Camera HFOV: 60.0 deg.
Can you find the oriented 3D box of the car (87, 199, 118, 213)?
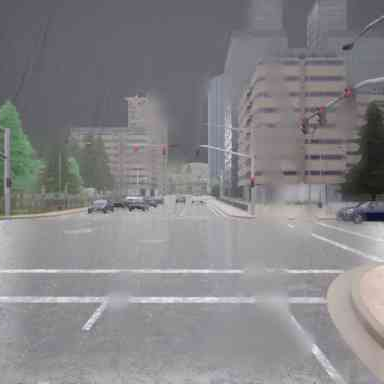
[{"bbox_3d":[-9.847,1.526,36.394,1.812,1.442,4.674,0,0,1],"label":"car"}]

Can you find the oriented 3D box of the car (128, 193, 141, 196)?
[{"bbox_3d":[-9.660,1.221,55.454,2.150,2.045,5.566,0,0,1],"label":"car"}]

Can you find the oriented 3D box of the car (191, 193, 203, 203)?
[{"bbox_3d":[1.037,1.221,66.915,2.150,2.045,5.566,0,0,1],"label":"car"}]

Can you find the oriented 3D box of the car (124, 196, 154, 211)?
[{"bbox_3d":[-6.325,1.547,40.272,2.033,1.411,5.357,0,0,1],"label":"car"}]

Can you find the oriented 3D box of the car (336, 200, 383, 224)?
[{"bbox_3d":[12.948,1.352,24.066,4.553,1.767,2.097,0,0,1],"label":"car"}]

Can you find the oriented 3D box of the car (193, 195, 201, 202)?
[{"bbox_3d":[1.132,1.521,76.600,1.812,1.442,4.674,0,0,1],"label":"car"}]

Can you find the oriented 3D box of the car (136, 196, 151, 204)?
[{"bbox_3d":[-9.511,1.491,65.686,2.128,1.511,4.902,0,0,1],"label":"car"}]

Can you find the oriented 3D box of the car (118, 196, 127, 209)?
[{"bbox_3d":[-9.773,1.601,45.494,1.895,1.301,4.718,0,0,1],"label":"car"}]

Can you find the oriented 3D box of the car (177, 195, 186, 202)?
[{"bbox_3d":[-2.361,1.478,77.288,1.882,1.535,5.008,0,0,1],"label":"car"}]

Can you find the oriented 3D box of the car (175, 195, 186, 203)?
[{"bbox_3d":[-2.349,1.564,68.332,1.994,1.385,4.181,0,0,1],"label":"car"}]

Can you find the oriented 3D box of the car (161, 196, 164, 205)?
[{"bbox_3d":[-6.105,1.477,59.936,1.882,1.535,5.008,0,0,0],"label":"car"}]

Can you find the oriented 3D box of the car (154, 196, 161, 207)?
[{"bbox_3d":[-6.231,1.564,49.479,1.994,1.385,4.181,0,0,0],"label":"car"}]
